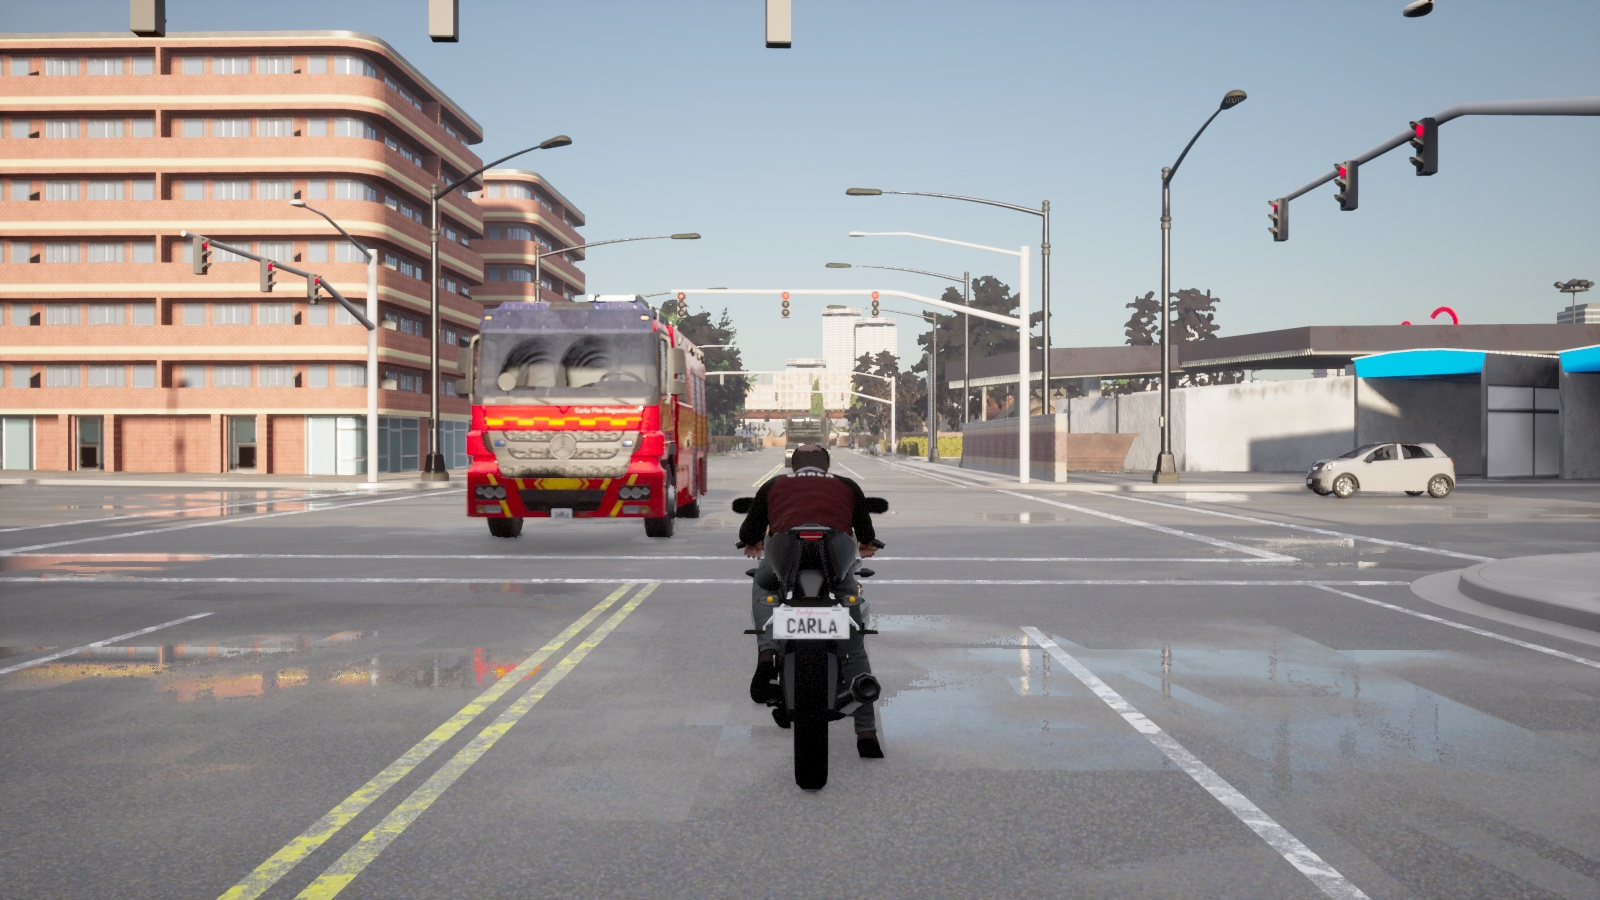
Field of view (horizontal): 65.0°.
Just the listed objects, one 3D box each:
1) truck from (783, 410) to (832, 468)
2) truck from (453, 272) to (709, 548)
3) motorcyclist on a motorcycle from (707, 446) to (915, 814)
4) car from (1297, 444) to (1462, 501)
[{"bbox_3d":[0.466,-0.678,78.471,2.891,3.462,7.936,0,0,0],"label":"truck"},{"bbox_3d":[-3.358,-0.579,21.726,2.891,3.827,8.468,0,0,0],"label":"truck"},{"bbox_3d":[0.052,0.746,6.329,0.866,1.530,2.191,0,0,0],"label":"motorcyclist on a motorcycle"},{"bbox_3d":[15.650,0.581,34.043,3.633,1.501,1.845,0,0,1],"label":"car"}]
